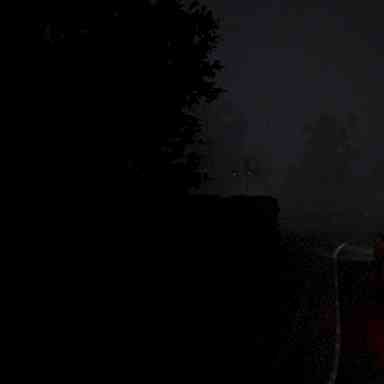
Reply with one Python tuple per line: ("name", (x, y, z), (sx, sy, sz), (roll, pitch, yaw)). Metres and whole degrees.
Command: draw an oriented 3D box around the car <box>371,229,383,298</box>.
("car", (5.435, 1.423, 7.868), (1.882, 1.535, 5.008), (-1, 0, 27))
